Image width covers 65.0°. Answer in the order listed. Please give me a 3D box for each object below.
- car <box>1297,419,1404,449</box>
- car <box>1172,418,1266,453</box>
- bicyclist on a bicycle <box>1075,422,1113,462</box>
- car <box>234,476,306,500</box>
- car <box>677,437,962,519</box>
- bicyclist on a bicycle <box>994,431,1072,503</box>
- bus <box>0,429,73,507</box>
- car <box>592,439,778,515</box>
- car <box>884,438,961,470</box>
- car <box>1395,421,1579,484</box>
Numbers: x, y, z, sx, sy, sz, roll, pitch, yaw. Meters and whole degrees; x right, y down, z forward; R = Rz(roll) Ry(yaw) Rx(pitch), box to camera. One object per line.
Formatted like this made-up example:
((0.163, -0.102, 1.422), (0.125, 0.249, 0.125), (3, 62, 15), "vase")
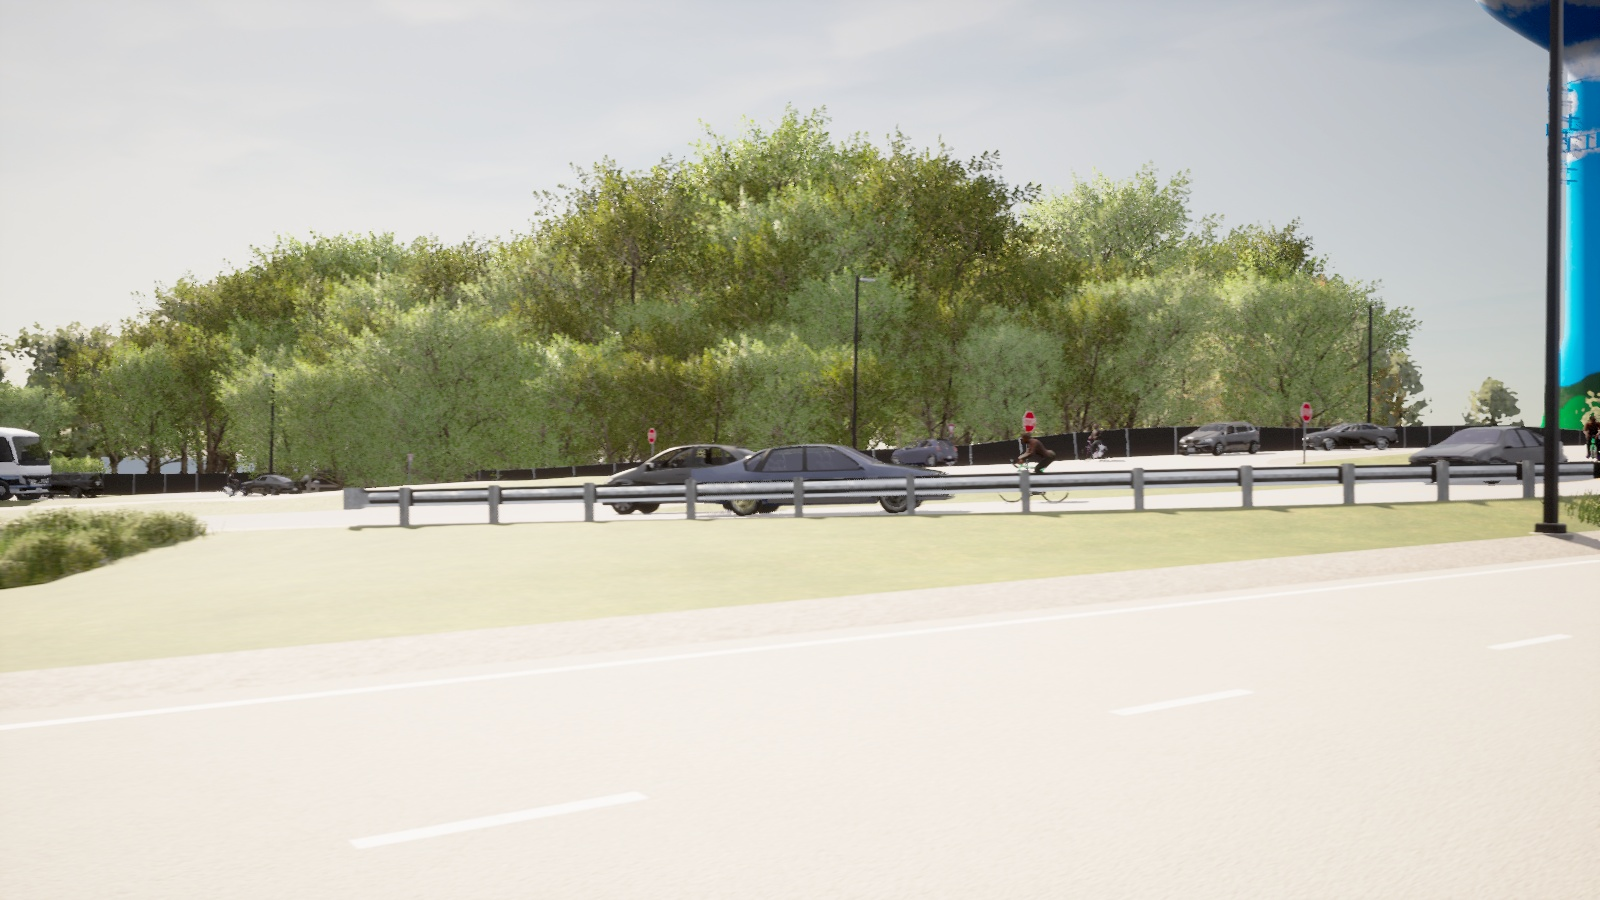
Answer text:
((30.011, -0.895, 68.602), (4.902, 1.511, 2.128), (-1, 1, 0), "car")
((21.304, -0.740, 63.826), (4.611, 1.667, 2.242), (-2, 1, -36), "car")
((13.682, -0.377, 58.489), (1.843, 1.776, 0.659), (-3, 1, -37), "bicyclist on a bicycle")
((-35.198, 2.519, 83.386), (4.674, 1.442, 1.812), (1, 0, 27), "car")
((0.436, 0.575, 25.065), (5.357, 1.411, 2.033), (-2, -1, 13), "car")
((5.285, 0.385, 28.495), (1.656, 1.620, 0.582), (0, -1, 2), "bicyclist on a bicycle")
((-47.369, 1.058, 70.816), (10.273, 4.253, 3.944), (-1, 0, -3), "bus")
((-2.709, 0.662, 29.930), (3.988, 1.617, 1.851), (-2, -2, 14), "car")
((6.336, 0.234, 65.237), (1.845, 1.501, 3.633), (1, -4, -43), "car")
((17.821, 0.036, 32.478), (5.357, 1.411, 2.033), (-2, 1, -36), "car")
